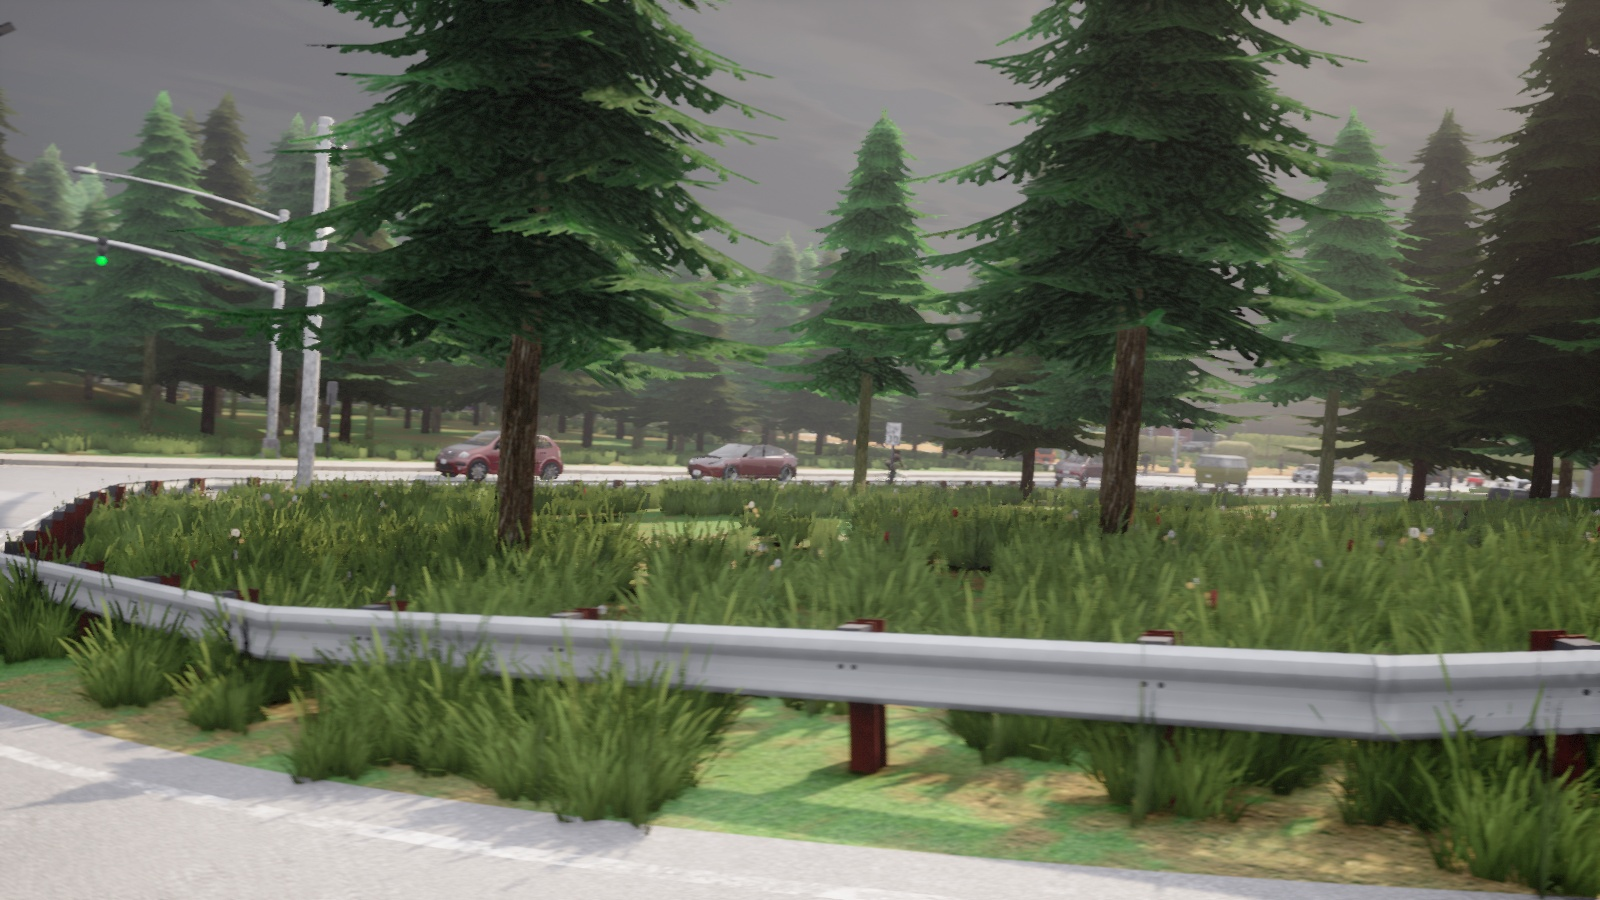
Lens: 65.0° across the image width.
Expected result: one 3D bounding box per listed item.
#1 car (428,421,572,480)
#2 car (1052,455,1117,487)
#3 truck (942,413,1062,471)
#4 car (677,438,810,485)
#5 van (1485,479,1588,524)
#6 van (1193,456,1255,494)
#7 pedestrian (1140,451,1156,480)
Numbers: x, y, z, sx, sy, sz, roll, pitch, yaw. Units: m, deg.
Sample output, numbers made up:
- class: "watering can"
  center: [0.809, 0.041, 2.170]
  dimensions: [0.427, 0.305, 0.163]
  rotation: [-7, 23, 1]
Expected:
- class: "car"
  center: [-9.439, 0.039, 39.709]
  dimensions: [1.851, 1.617, 3.988]
  rotation: [6, 3, 43]
- class: "car"
  center: [15.338, 1.141, 67.667]
  dimensions: [1.789, 1.549, 3.705]
  rotation: [6, 2, 41]
- class: "truck"
  center: [14.371, -0.624, 89.898]
  dimensions: [7.936, 3.462, 2.891]
  rotation: [6, 3, 42]
- class: "car"
  center: [-2.094, 0.454, 47.686]
  dimensions: [2.163, 1.488, 4.792]
  rotation: [6, 3, 42]
- class: "van"
  center: [41.330, 2.878, 70.523]
  dimensions: [4.480, 2.038, 2.069]
  rotation: [6, 3, 42]
- class: "van"
  center: [24.790, 1.478, 73.318]
  dimensions: [1.775, 1.987, 4.442]
  rotation: [6, 2, 41]
- class: "pedestrian"
  center: [23.674, 1.042, 85.446]
  dimensions: [0.849, 1.883, 0.563]
  rotation: [3, 3, -45]
